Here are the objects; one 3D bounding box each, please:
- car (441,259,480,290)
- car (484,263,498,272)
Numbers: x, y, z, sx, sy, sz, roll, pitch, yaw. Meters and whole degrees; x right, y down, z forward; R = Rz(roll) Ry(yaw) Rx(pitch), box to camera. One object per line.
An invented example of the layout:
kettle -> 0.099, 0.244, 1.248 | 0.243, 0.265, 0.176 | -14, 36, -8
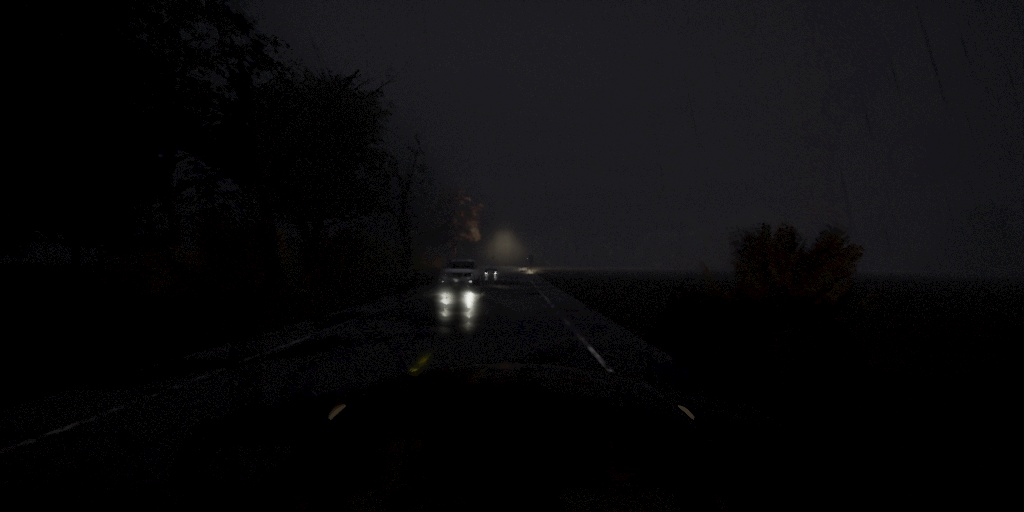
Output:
car -> -3.577, 1.250, 25.799 | 2.150, 2.045, 5.566 | 0, -1, 0
car -> -3.493, 1.937, 60.411 | 1.812, 1.442, 4.674 | 0, -1, 1
